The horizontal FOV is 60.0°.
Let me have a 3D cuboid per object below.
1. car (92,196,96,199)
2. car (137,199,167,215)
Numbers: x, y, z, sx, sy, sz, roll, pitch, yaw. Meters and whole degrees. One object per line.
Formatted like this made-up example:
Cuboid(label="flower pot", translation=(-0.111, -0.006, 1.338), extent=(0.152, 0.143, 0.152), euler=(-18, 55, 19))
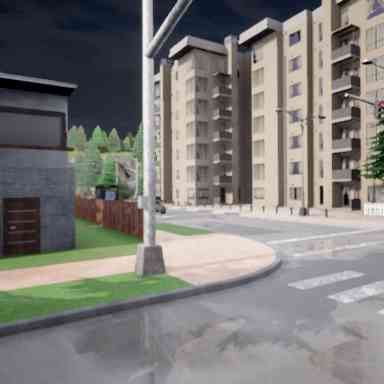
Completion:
Cuboid(label="car", translation=(-13.464, 1.377, 48.311), extent=(2.128, 1.511, 4.902), euler=(-1, 0, -30))
Cuboid(label="car", translation=(-4.054, 1.385, 31.545), extent=(1.837, 1.490, 4.892), euler=(-1, 1, -30))
